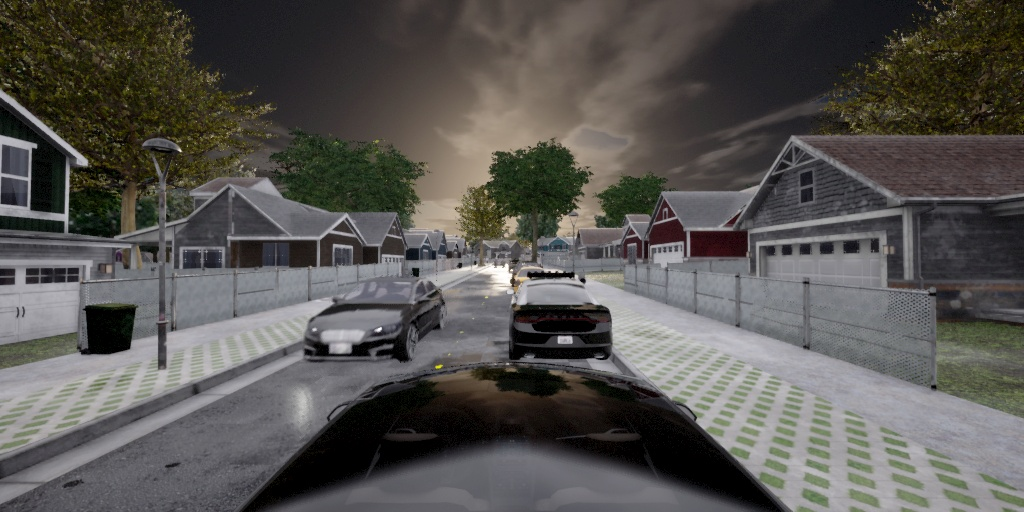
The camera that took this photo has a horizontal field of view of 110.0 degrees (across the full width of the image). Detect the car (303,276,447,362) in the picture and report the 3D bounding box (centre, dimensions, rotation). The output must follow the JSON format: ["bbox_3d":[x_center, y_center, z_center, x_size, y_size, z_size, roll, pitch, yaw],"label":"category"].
[{"bbox_3d":[-2.781,1.242,8.314,2.128,1.511,4.902,0,0,1],"label":"car"}]

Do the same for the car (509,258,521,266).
[{"bbox_3d":[1.038,1.097,24.339,2.097,1.767,4.553,0,0,1],"label":"car"}]

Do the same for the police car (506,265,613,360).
[{"bbox_3d":[0.896,1.176,8.477,1.930,1.638,5.238,0,0,1],"label":"police car"}]

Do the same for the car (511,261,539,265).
[{"bbox_3d":[0.987,1.204,18.559,1.801,1.575,5.366,0,0,1],"label":"car"}]

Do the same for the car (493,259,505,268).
[{"bbox_3d":[-2.190,1.230,63.308,2.128,1.511,4.902,0,0,1],"label":"car"}]
